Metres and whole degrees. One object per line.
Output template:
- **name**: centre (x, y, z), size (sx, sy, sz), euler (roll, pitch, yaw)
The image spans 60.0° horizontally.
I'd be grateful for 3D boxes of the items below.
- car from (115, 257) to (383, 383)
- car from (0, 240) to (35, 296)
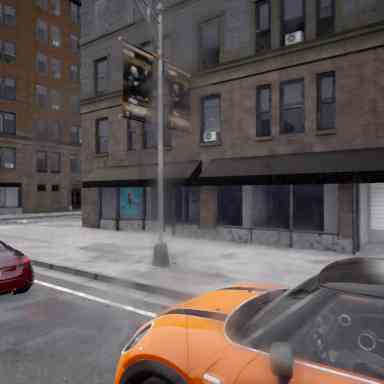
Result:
- **car**: centre (1.486, 1.352, 2.627), size (4.553, 1.767, 2.097), euler (0, 0, 35)
- **car**: centre (-5.456, 1.563, 7.558), size (4.181, 1.385, 1.994), euler (0, 0, 36)
